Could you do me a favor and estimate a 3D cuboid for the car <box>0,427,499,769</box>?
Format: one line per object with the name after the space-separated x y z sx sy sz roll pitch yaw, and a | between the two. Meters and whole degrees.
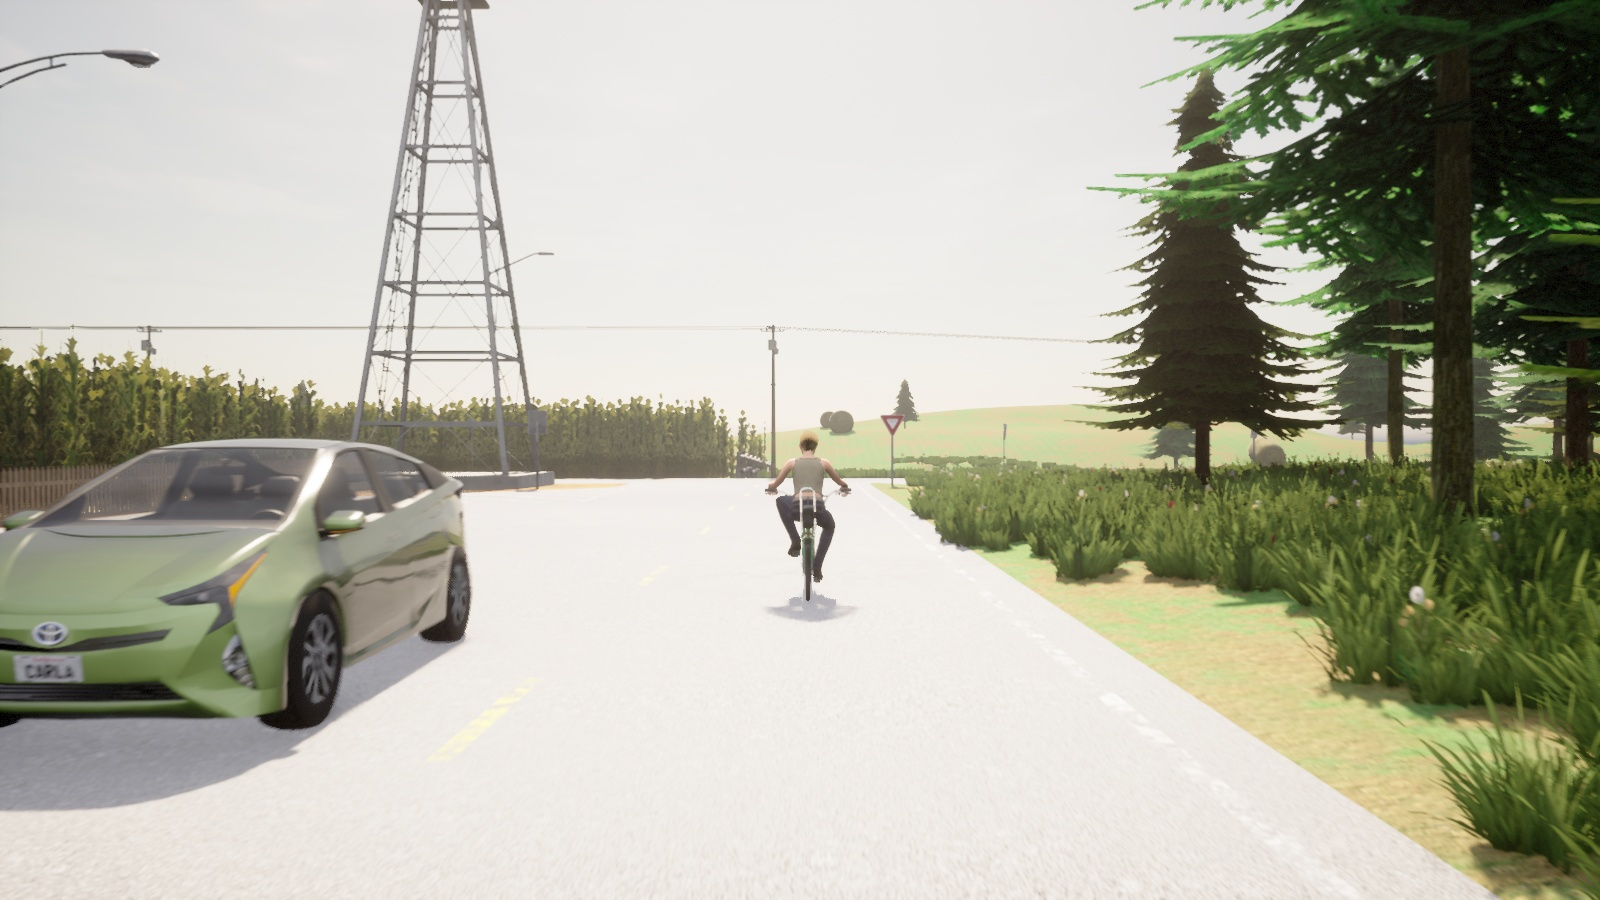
-3.440 0.646 7.850 2.007 1.525 4.514 0 0 0 | car

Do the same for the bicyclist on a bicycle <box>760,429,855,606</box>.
0.080 0.614 12.213 0.866 1.612 1.509 0 0 1 | bicyclist on a bicycle
